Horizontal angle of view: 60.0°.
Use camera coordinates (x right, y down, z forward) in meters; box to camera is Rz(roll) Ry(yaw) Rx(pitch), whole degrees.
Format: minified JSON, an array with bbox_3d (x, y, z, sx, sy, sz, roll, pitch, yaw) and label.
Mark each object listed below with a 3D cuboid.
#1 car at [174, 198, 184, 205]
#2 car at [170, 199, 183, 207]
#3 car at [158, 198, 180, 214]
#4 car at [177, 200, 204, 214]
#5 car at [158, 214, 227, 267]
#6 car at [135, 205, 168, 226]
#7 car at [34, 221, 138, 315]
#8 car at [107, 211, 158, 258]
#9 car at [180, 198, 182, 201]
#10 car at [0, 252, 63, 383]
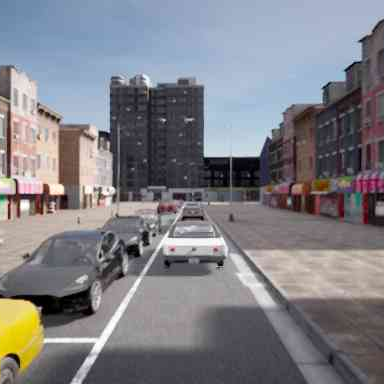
[{"bbox_3d":[-2.645,1.930,67.656,1.947,1.339,4.313,0,0,0],"label":"car"},{"bbox_3d":[-2.644,1.872,56.752,1.947,1.339,4.313,0,0,0],"label":"car"},{"bbox_3d":[-2.753,1.556,37.909,2.097,1.767,4.553,0,0,0],"label":"car"},{"bbox_3d":[0.084,1.703,28.752,2.033,1.411,5.357,0,0,0],"label":"car"},{"bbox_3d":[0.071,1.664,11.610,1.895,1.301,4.718,0,0,0],"label":"car"},{"bbox_3d":[-2.641,1.651,18.588,2.008,1.369,4.403,0,0,0],"label":"car"},{"bbox_3d":[-2.640,1.607,7.684,1.947,1.339,4.313,0,0,0],"label":"car"},{"bbox_3d":[-2.641,1.637,13.136,1.947,1.339,4.313,0,0,0],"label":"car"},{"bbox_3d":[-2.644,1.859,51.300,1.802,1.307,4.206,0,0,0],"label":"car"},{"bbox_3d":[-2.640,1.537,2.062,1.752,1.417,4.829,0,0,0],"label":"car"}]
